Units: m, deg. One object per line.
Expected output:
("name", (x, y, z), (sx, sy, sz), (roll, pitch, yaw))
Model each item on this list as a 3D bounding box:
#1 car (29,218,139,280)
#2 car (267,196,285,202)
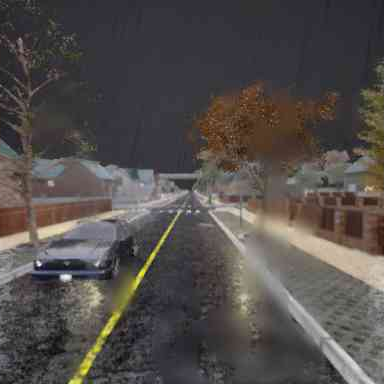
("car", (-2.853, 1.544, 10.190), (2.033, 1.411, 5.357), (0, 0, 0))
("car", (11.408, 1.279, 43.132), (5.008, 1.535, 1.882), (-1, 2, 0))
